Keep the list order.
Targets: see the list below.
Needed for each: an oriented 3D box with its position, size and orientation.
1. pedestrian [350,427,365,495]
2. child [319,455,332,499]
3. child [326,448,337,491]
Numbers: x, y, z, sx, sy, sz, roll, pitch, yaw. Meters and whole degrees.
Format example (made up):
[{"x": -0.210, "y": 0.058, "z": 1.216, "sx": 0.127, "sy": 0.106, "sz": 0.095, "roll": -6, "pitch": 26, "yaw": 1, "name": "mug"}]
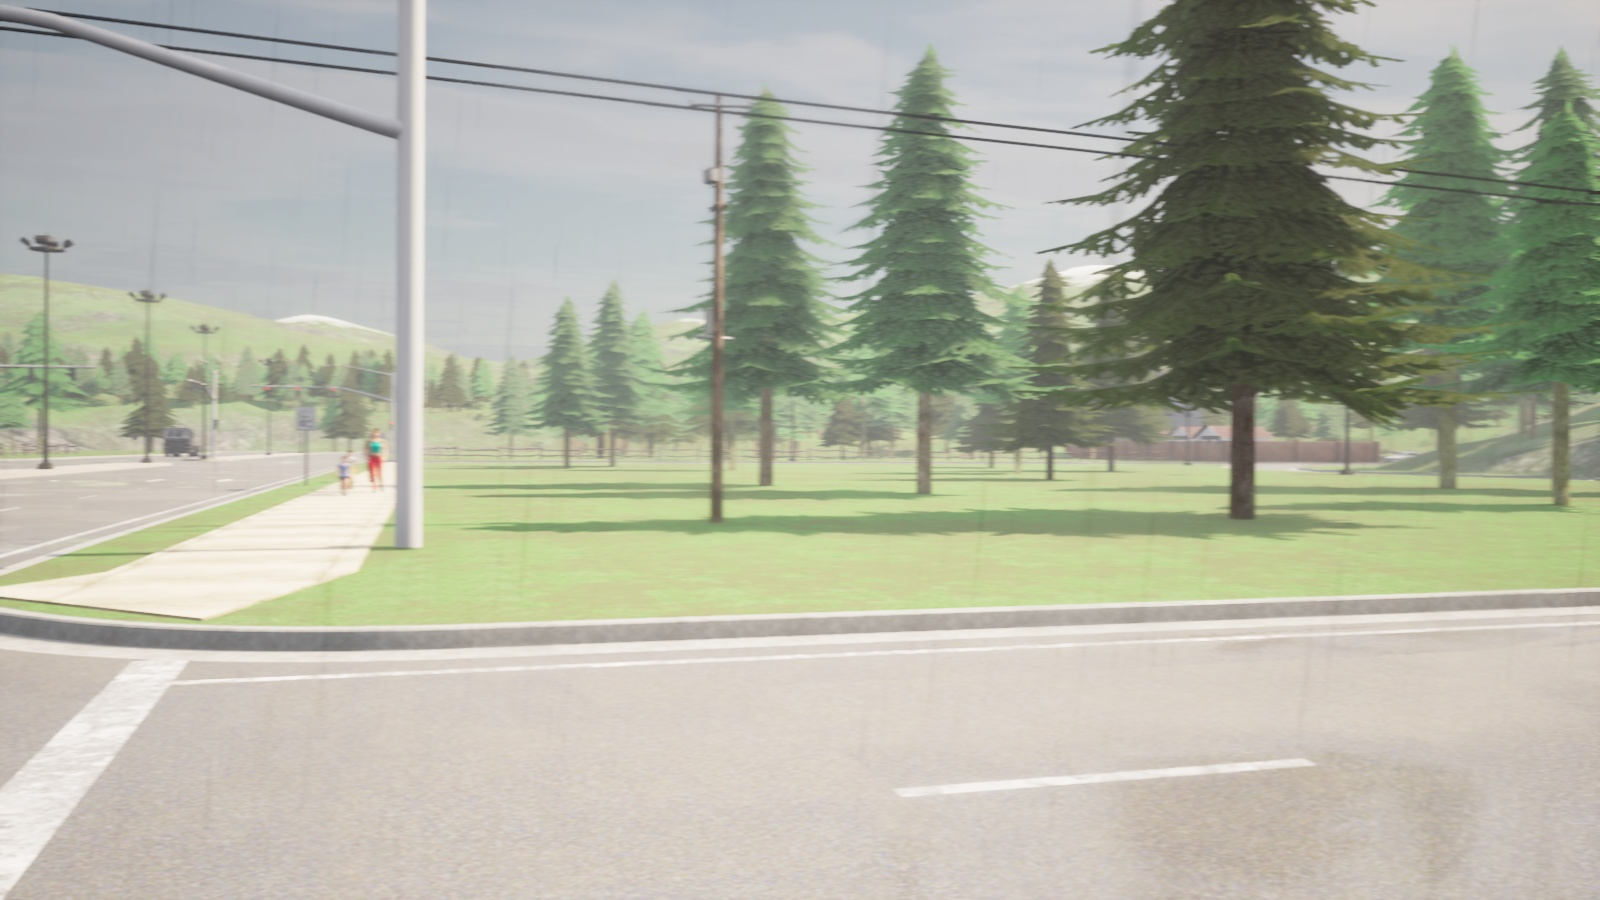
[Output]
[{"x": -12.027, "y": 0.294, "z": 34.138, "sx": 0.345, "sy": 1.836, "sz": 0.594, "roll": 0, "pitch": 0, "yaw": -17, "name": "pedestrian"}, {"x": -12.100, "y": 0.678, "z": 32.034, "sx": 0.255, "sy": 1.110, "sz": 0.394, "roll": 0, "pitch": 0, "yaw": -15, "name": "child"}, {"x": -13.687, "y": 0.566, "z": 36.704, "sx": 0.270, "sy": 1.263, "sz": 0.437, "roll": 0, "pitch": 0, "yaw": -17, "name": "child"}]
